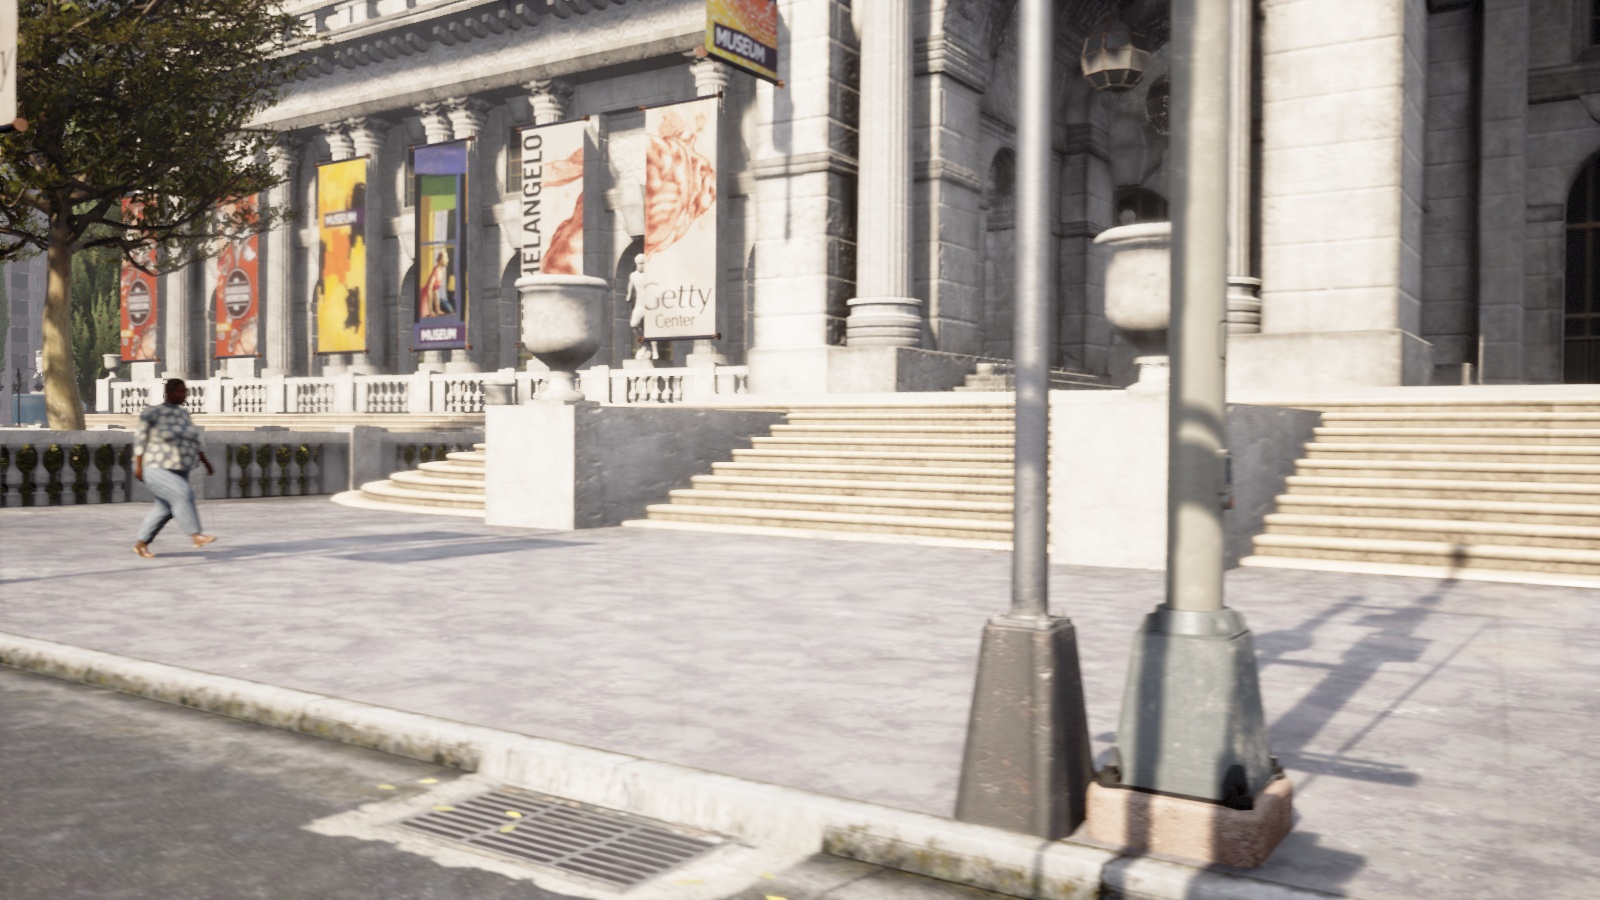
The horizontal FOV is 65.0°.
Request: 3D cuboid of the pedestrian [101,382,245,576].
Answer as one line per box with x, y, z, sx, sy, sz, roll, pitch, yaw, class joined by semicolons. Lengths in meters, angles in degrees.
-6.231;0.274;12.508;0.900;1.855;0.874;0;1;17;pedestrian
